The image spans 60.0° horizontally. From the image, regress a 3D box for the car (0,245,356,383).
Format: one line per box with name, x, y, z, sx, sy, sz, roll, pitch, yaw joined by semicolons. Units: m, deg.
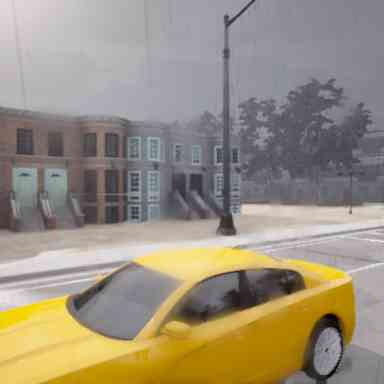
car;-0.100;1.464;3.892;5.008;1.535;1.882;0;0;-35
